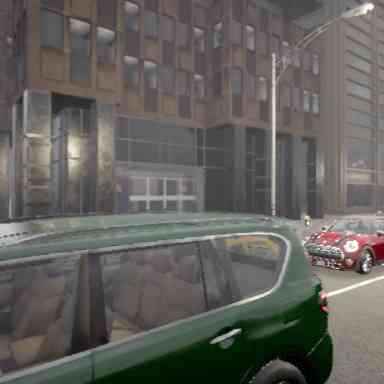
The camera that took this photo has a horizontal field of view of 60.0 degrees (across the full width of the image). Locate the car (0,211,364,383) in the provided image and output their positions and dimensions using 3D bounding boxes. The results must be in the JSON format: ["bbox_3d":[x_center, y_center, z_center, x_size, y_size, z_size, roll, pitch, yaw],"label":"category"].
[{"bbox_3d":[-1.198,1.232,2.504,5.566,2.045,2.150,0,0,-37],"label":"car"}]

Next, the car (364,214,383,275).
[{"bbox_3d":[5.235,1.485,10.576,4.097,1.590,1.967,0,0,-37],"label":"car"}]

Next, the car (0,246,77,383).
[{"bbox_3d":[-3.768,1.597,3.908,4.206,1.307,1.802,0,0,-37],"label":"car"}]

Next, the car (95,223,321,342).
[{"bbox_3d":[0.597,1.555,7.141,4.829,1.417,1.752,0,0,-37],"label":"car"}]
